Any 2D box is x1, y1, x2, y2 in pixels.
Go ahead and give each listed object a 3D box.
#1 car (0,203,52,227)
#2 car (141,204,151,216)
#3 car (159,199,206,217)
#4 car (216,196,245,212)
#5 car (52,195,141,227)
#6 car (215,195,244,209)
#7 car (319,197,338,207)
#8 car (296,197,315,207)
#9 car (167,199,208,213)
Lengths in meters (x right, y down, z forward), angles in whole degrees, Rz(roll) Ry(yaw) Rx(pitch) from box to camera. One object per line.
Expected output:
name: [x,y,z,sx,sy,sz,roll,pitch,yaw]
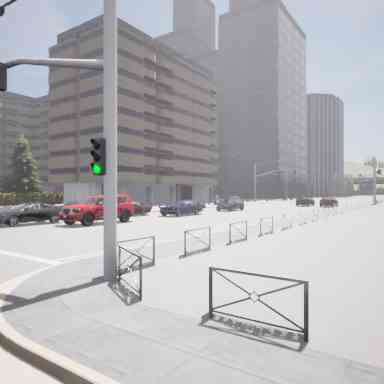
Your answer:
car: [-11.213,1.491,22.925,2.128,1.511,4.902,0,0,35]
car: [-5.953,1.601,30.557,1.895,1.301,4.718,0,0,35]
car: [-1.006,1.601,31.569,1.895,1.301,4.718,0,0,35]
car: [4.679,1.526,39.790,1.812,1.442,4.674,0,0,35]
car: [-6.550,1.221,23.524,2.150,2.045,5.566,0,0,35]
car: [5.385,1.352,46.938,2.097,1.767,4.553,0,0,35]
car: [20.874,1.478,50.652,1.882,1.535,5.008,0,0,35]
car: [17.950,1.478,52.546,1.882,1.535,5.008,0,0,35]
car: [-0.407,1.547,38.601,2.033,1.411,5.357,0,0,35]
